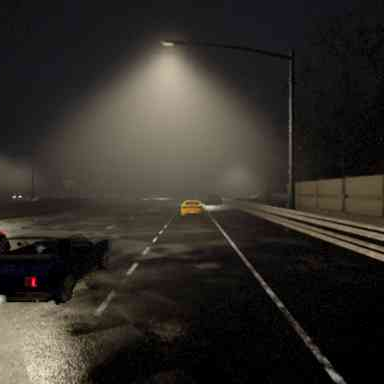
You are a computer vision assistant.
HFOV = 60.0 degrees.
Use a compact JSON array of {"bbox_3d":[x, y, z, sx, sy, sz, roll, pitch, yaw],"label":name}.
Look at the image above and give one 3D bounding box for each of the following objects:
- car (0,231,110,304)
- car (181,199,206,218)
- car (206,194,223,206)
[{"bbox_3d":[-3.399,1.602,8.067,1.895,1.301,4.718,0,0,0],"label":"car"},{"bbox_3d":[0.024,1.491,30.529,1.882,1.535,5.008,0,0,0],"label":"car"},{"bbox_3d":[3.927,1.470,58.880,2.150,2.045,5.566,0,-2,17],"label":"car"}]
